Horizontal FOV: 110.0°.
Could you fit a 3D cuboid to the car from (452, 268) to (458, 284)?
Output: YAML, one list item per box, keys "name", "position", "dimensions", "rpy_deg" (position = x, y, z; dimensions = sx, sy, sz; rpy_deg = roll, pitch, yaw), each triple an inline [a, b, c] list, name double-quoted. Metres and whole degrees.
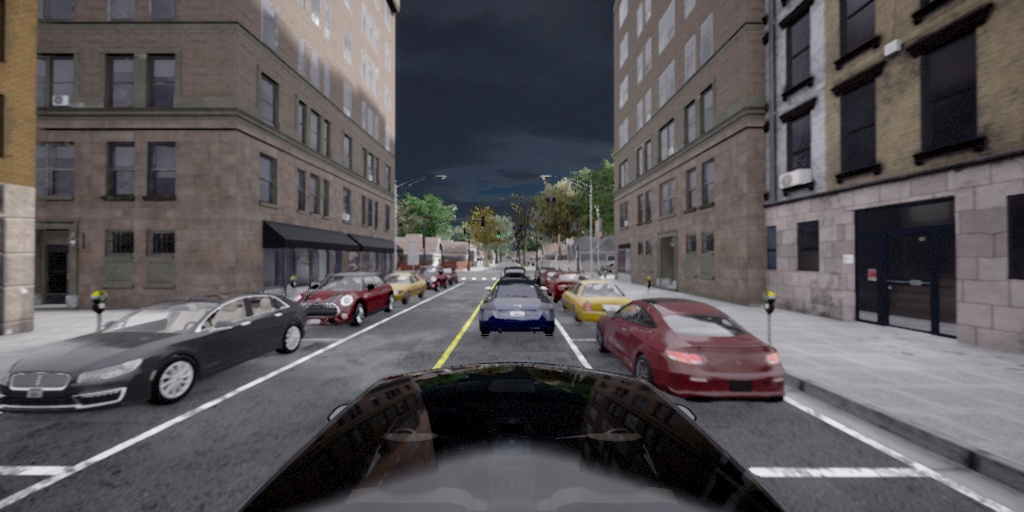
- name: "car"
  position: [-5.303, 1.563, 28.300]
  dimensions: [1.802, 1.307, 4.207]
  rpy_deg: [0, 0, 0]

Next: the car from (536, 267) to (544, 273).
- name: "car"
  position: [2.704, 1.515, 22.756]
  dimensions: [1.802, 1.307, 4.207]
  rpy_deg: [0, 0, 0]

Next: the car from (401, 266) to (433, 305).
- name: "car"
  position: [-5.341, 1.409, 17.093]
  dimensions: [1.751, 1.417, 4.829]
  rpy_deg: [0, 0, 0]

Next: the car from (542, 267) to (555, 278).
- name: "car"
  position: [2.685, 1.429, 17.239]
  dimensions: [1.888, 1.381, 4.507]
  rpy_deg: [0, 0, 0]

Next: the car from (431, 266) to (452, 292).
- name: "car"
  position: [-5.322, 1.372, 22.781]
  dimensions: [1.967, 1.591, 4.097]
  rpy_deg: [0, 0, 0]

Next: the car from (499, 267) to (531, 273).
- name: "car"
  position: [0.170, 1.443, 23.224]
  dimensions: [1.837, 1.490, 4.892]
  rpy_deg: [0, 0, 0]

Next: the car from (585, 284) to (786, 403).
- name: "car"
  position: [2.648, 1.370, 6.202]
  dimensions: [1.802, 1.307, 4.207]
  rpy_deg: [0, 0, 0]

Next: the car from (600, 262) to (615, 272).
- name: "car"
  position: [14.894, 1.553, 47.960]
  dimensions: [4.902, 1.511, 2.128]
  rpy_deg: [0, 0, 0]

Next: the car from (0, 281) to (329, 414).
- name: "car"
  position: [-5.377, 1.338, 6.226]
  dimensions: [2.007, 1.370, 4.403]
  rpy_deg: [0, 0, 0]

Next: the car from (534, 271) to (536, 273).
- name: "car"
  position: [2.722, 1.547, 28.275]
  dimensions: [1.948, 1.339, 4.313]
  rpy_deg: [0, 0, 0]

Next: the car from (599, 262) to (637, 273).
- name: "car"
  position: [15.083, 1.593, 51.217]
  dimensions: [4.892, 1.490, 1.837]
  rpy_deg: [0, 0, 0]

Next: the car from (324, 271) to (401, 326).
- name: "car"
  position: [-5.358, 1.275, 11.744]
  dimensions: [1.967, 1.591, 4.097]
  rpy_deg: [0, 0, 0]

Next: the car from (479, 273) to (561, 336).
- name: "car"
  position: [0.128, 1.391, 10.750]
  dimensions: [1.994, 1.385, 4.181]
  rpy_deg: [0, 0, 0]

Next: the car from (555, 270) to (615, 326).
- name: "car"
  position: [2.667, 1.361, 11.891]
  dimensions: [1.751, 1.417, 4.829]
  rpy_deg: [0, 0, 0]
